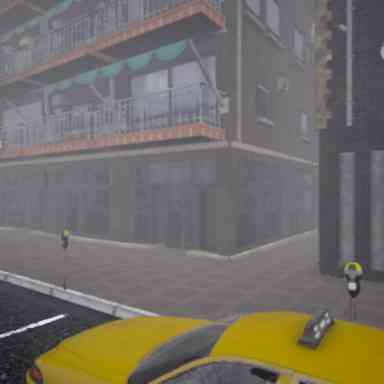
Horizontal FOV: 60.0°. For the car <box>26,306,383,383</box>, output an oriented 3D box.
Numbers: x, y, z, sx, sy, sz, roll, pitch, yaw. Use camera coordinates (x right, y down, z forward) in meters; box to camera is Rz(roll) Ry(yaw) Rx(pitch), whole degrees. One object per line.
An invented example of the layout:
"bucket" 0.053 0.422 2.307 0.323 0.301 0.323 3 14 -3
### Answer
"car" 0.634 1.525 2.422 4.829 1.417 1.752 0 0 35
